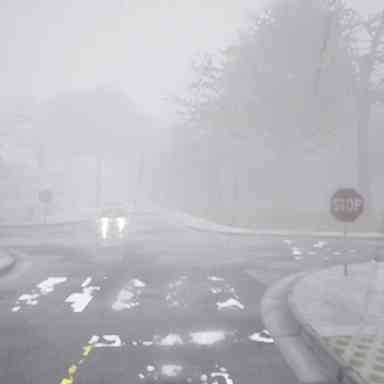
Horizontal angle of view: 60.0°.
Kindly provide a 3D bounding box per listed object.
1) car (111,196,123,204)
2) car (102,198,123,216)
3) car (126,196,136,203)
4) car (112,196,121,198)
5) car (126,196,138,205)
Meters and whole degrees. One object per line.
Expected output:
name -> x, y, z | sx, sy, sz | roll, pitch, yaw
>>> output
car -> -14.582, 1.581, 64.946 | 2.128, 1.511, 4.902 | 0, 0, -12
car -> -7.517, 1.561, 31.795 | 1.895, 1.301, 4.718 | 0, 0, -12
car -> -13.216, 1.558, 71.673 | 1.895, 1.301, 4.718 | 0, 0, -12
car -> -10.947, 1.472, 47.741 | 1.882, 1.535, 5.008 | 0, -1, -12
car -> -11.010, 1.563, 61.457 | 2.128, 1.511, 4.902 | 0, 0, -12
